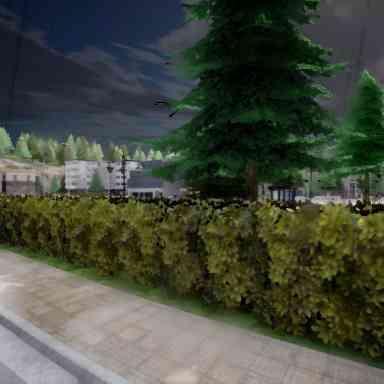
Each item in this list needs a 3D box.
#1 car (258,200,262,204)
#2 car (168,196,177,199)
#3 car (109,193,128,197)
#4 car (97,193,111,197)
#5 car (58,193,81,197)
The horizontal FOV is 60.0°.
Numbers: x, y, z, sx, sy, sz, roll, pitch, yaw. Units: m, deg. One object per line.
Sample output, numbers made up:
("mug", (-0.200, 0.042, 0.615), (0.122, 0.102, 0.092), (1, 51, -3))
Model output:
("car", (9.644, 1.352, 44.205), (2.097, 1.767, 4.553), (0, 0, 43))
("car", (-3.305, 1.374, 56.063), (1.845, 1.501, 3.633), (0, 0, 43))
("car", (-10.572, 1.384, 52.725), (1.970, 1.475, 3.806), (0, 0, 43))
("car", (-16.701, 1.097, 68.943), (1.932, 1.855, 4.605), (0, 0, 43))
("car", (-28.382, 1.154, 79.442), (2.152, 1.636, 5.027), (0, 0, 43))
